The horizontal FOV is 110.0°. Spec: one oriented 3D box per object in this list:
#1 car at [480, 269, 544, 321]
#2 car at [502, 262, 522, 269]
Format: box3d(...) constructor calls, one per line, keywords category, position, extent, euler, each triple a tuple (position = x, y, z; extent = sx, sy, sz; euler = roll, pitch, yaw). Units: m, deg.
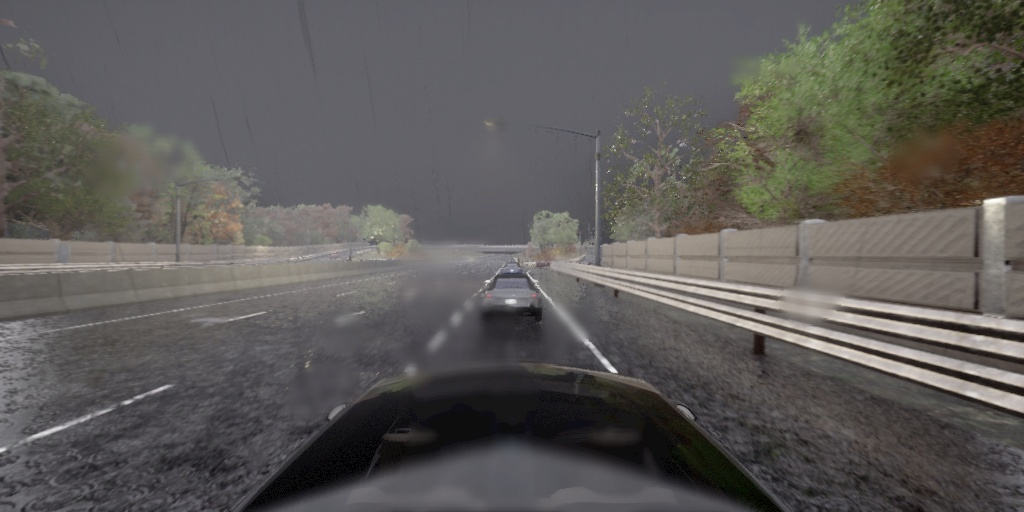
box3d(category="car", position=(-0.002, 1.309, 12.525), extent=(1.994, 1.385, 4.181), euler=(0, 0, 0))
box3d(category="car", position=(0.013, 1.309, 35.175), extent=(1.994, 1.385, 4.181), euler=(0, 0, 0))
